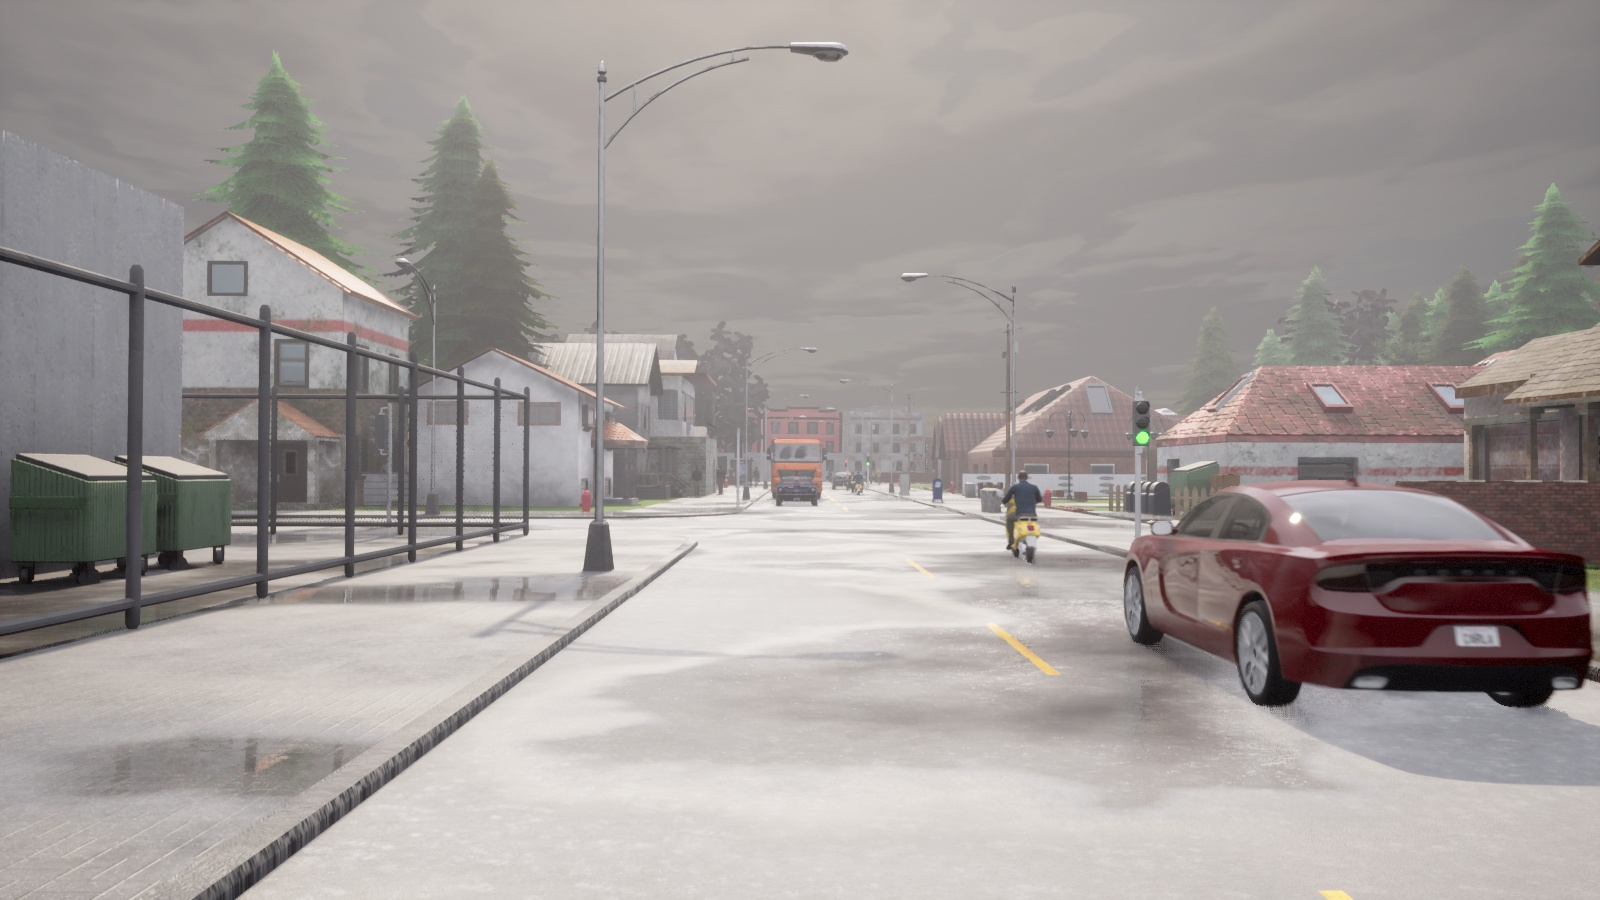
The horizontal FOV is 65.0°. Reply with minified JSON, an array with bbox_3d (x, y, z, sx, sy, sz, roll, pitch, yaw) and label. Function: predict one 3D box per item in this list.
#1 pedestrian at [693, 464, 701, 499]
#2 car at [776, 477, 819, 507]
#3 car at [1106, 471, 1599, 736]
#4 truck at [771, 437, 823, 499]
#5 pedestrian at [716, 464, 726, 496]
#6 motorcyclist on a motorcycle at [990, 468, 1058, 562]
[{"bbox_3d":[-5.509,1.672,67.188,0.431,1.840,0.703,0,-1,-3],"label":"pedestrian"},{"bbox_3d":[-0.144,1.881,57.626,1.895,1.301,4.718,0,-1,0],"label":"car"},{"bbox_3d":[3.976,0.942,9.895,1.882,1.535,5.008,0,-1,0],"label":"car"},{"bbox_3d":[-0.181,1.069,73.756,2.891,3.462,7.936,0,-1,0],"label":"truck"},{"bbox_3d":[-4.817,1.824,76.442,0.402,1.930,0.666,0,-1,13],"label":"pedestrian"},{"bbox_3d":[3.948,1.125,22.245,0.866,1.590,1.817,0,-1,0],"label":"motorcyclist on a motorcycle"}]
